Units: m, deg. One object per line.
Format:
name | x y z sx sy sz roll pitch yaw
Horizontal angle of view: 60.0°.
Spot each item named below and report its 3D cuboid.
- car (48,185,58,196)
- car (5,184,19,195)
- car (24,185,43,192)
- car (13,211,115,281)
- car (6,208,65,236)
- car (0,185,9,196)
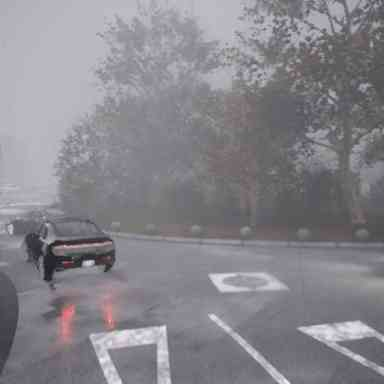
car | -24.455 0.028 61.585 1.812 1.442 4.674 0 3 -4
car | -36.536 -0.546 66.374 2.435 2.045 5.566 0 3 -4
car | -37.386 -0.868 77.386 2.163 1.488 4.792 0 3 -4
car | -3.951 1.575 10.296 2.128 1.511 4.902 0 0 -34
car | -8.184 1.658 18.157 4.892 1.490 1.837 -1 0 33
car | -36.093 0.019 60.604 1.946 1.575 5.366 0 3 -4
